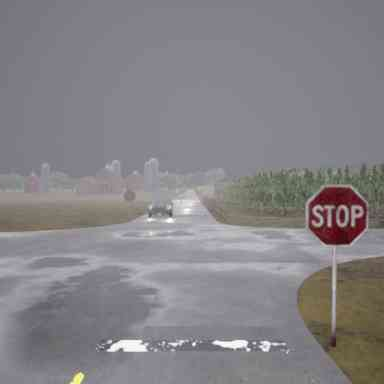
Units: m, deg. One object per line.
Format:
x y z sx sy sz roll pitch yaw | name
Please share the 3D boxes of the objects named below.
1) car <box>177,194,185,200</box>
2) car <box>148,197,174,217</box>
-2.740 1.330 84.072 1.812 1.442 4.674 0 0 0 | car
-2.747 1.273 30.278 2.097 1.767 4.553 0 0 0 | car
